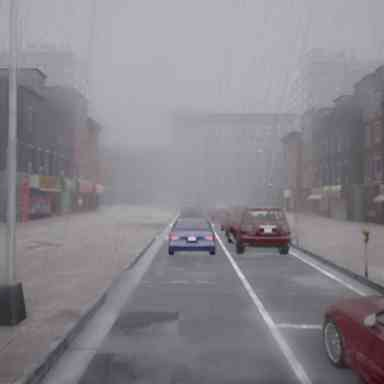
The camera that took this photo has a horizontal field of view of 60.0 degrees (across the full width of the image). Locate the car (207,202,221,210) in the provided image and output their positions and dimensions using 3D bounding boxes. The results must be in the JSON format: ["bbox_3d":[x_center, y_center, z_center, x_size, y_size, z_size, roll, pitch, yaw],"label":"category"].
[{"bbox_3d":[2.640,1.851,30.487,1.887,1.381,4.507,0,-1,0],"label":"car"}]

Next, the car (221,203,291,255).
[{"bbox_3d":[2.645,1.452,13.978,2.192,1.841,5.009,0,-1,0],"label":"car"}]

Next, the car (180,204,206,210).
[{"bbox_3d":[0.000,1.803,29.316,1.837,1.490,4.892,0,0,0],"label":"car"}]

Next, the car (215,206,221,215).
[{"bbox_3d":[2.642,1.737,19.480,1.887,1.381,4.507,0,-1,0],"label":"car"}]

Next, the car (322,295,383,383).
[{"bbox_3d":[2.645,1.611,2.970,1.802,1.307,4.206,0,-1,0],"label":"car"}]

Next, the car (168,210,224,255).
[{"bbox_3d":[-0.001,1.685,13.999,2.033,1.411,5.357,0,-1,0],"label":"car"}]

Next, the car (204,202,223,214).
[{"bbox_3d":[2.638,1.973,41.493,2.008,1.369,4.403,0,-1,0],"label":"car"}]
